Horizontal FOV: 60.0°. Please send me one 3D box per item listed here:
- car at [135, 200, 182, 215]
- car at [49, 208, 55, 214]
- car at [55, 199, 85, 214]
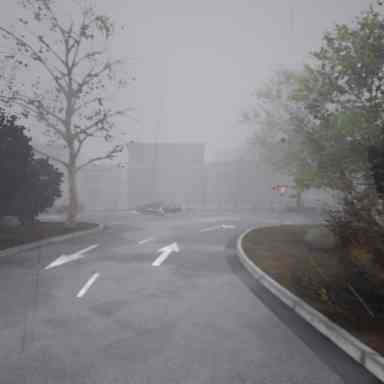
[{"bbox_3d":[-3.447,1.542,33.863,5.357,1.411,2.033,-1,0,40],"label":"car"},{"bbox_3d":[-17.399,1.793,39.750,2.097,1.535,5.008,-2,0,-5],"label":"car"},{"bbox_3d":[-14.379,1.578,40.013,2.185,1.767,4.553,-2,0,-5],"label":"car"}]
